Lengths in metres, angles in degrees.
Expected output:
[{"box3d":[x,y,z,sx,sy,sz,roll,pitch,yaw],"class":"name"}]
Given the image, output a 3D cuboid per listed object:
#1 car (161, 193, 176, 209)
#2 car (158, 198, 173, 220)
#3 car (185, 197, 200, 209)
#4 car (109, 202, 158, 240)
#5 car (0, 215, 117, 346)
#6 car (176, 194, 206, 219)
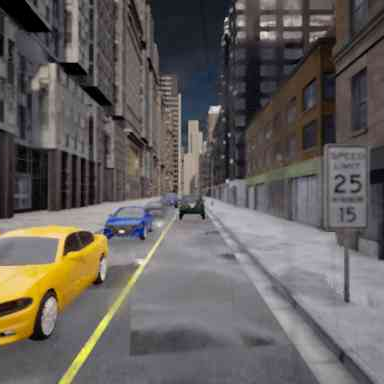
[{"box3d":[-2.982,1.149,45.282,2.150,2.045,5.566,0,0,0],"class":"car"},{"box3d":[-3.032,1.516,27.794,2.033,1.411,5.357,0,0,1],"class":"car"},{"box3d":[0.074,1.465,44.725,1.812,1.442,4.674,0,0,0],"class":"car"},{"box3d":[-3.081,1.461,17.102,1.882,1.535,5.008,0,0,0],"class":"car"},{"box3d":[-3.090,1.472,6.705,1.882,1.535,5.008,0,0,0],"class":"car"},{"box3d":[0.018,1.191,28.887,2.150,2.045,5.566,0,0,0],"class":"car"}]
